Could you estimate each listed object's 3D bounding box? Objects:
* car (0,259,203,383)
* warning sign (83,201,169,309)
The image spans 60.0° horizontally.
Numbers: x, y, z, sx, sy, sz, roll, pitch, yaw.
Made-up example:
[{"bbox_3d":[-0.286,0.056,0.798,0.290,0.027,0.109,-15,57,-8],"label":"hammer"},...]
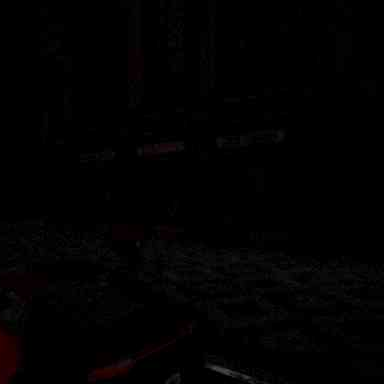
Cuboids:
[{"bbox_3d":[-1.988,1.563,4.267,4.507,1.381,1.887,0,-1,35],"label":"car"},{"bbox_3d":[-1.296,1.137,6.699,1.060,1.860,1.300,-1,0,35],"label":"warning sign"}]
